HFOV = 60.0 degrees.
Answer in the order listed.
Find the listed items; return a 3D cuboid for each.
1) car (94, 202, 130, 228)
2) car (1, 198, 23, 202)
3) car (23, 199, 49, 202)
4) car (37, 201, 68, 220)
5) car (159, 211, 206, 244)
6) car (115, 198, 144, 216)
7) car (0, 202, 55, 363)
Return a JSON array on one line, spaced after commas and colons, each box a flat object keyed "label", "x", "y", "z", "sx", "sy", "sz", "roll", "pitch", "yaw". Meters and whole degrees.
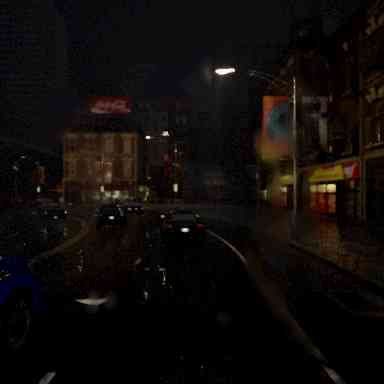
[{"label": "car", "x": -5.731, "y": 1.611, "z": 23.035, "sx": 1.994, "sy": 1.385, "sz": 4.181, "roll": 0, "pitch": 0, "yaw": -18}, {"label": "car", "x": -29.267, "y": 1.629, "z": 54.567, "sx": 4.674, "sy": 1.452, "sz": 2.002, "roll": 0, "pitch": 0, "yaw": 20}, {"label": "car", "x": -23.963, "y": 1.700, "z": 52.397, "sx": 4.718, "sy": 1.301, "sz": 1.895, "roll": 0, "pitch": 0, "yaw": 30}, {"label": "car", "x": -11.591, "y": 1.656, "z": 27.569, "sx": 1.895, "sy": 1.301, "sz": 4.718, "roll": 0, "pitch": 0, "yaw": -30}, {"label": "car", "x": -0.558, "y": 1.597, "z": 16.199, "sx": 1.994, "sy": 1.385, "sz": 4.181, "roll": 0, "pitch": 0, "yaw": -7}, {"label": "car", "x": -6.512, "y": 1.614, "z": 33.009, "sx": 2.033, "sy": 1.411, "sz": 5.357, "roll": 0, "pitch": 0, "yaw": -32}, {"label": "car", "x": -3.400, "y": 1.227, "z": 2.757, "sx": 2.150, "sy": 2.045, "sz": 5.566, "roll": 0, "pitch": 0, "yaw": 0}]
